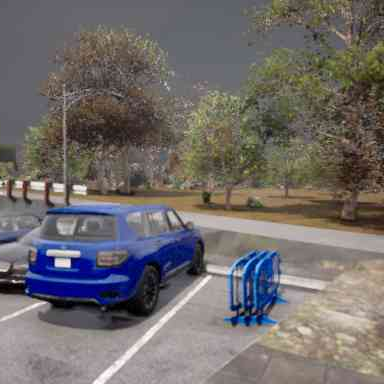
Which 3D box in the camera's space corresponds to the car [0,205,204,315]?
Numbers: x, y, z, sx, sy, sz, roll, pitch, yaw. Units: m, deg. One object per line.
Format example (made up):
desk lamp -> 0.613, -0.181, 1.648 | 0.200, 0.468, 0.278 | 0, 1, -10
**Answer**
car -> -1.341, 1.315, 8.057 | 2.435, 2.045, 5.566 | -1, -1, 17
